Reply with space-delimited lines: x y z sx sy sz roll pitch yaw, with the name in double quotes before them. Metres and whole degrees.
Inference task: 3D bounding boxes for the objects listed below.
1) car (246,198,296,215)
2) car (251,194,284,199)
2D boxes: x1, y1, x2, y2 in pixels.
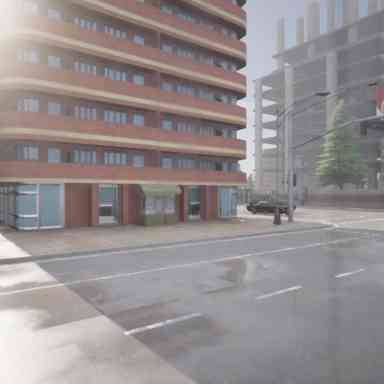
"car" 7.662 1.601 32.699 1.895 1.301 4.718 0 0 -36
"car" 8.819 1.222 37.042 2.150 2.045 5.566 0 0 -36
